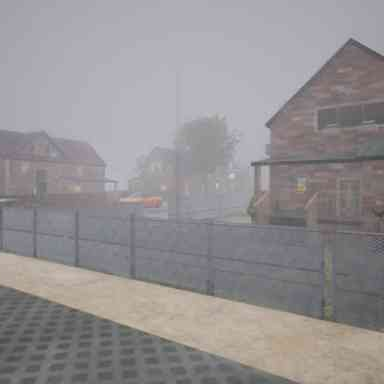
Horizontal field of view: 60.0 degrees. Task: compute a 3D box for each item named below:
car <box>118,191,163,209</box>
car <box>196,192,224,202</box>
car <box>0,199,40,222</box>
[{"bbox_3d":[-4.737,0.772,30.638,2.097,1.767,4.553,1,2,35],"label":"car"},{"bbox_3d":[2.450,0.730,40.764,1.895,1.301,4.718,1,2,35],"label":"car"},{"bbox_3d":[-11.867,1.213,20.577,1.837,1.490,4.892,1,3,35],"label":"car"}]
